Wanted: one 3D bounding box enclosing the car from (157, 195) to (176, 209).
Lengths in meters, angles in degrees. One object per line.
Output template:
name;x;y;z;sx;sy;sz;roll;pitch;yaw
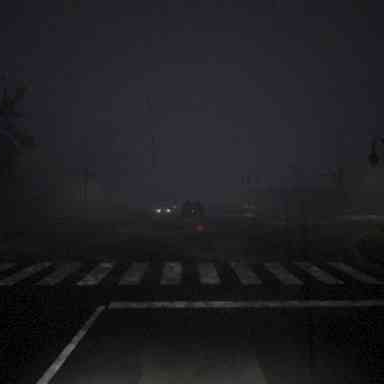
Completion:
car;-3.600;1.536;44.789;2.033;1.411;5.357;0;0;0

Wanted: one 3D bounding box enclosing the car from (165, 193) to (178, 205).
car;-3.577;1.207;55.363;2.150;2.045;5.566;0;0;0

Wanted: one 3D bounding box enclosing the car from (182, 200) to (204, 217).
car;0.083;1.463;30.920;2.128;1.511;4.902;0;-1;0
